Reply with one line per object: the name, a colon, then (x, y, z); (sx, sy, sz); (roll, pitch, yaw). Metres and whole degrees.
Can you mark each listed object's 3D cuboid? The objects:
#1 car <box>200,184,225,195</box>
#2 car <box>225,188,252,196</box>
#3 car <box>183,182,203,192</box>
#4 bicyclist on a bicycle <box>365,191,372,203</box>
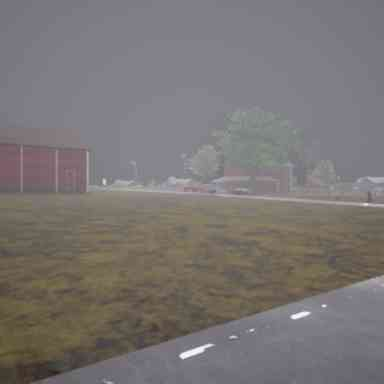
car: (4.225, -0.227, 60.606); (2.128, 1.511, 4.902); (0, 2, -35)
car: (8.604, -0.066, 59.296); (1.812, 1.442, 4.674); (0, 2, -35)
car: (0.423, -1.014, 70.710); (2.150, 2.045, 5.566); (0, 2, -36)
bicyclist on a bicycle: (23.367, 0.633, 44.020); (1.656, 1.620, 0.582); (0, 2, -36)
